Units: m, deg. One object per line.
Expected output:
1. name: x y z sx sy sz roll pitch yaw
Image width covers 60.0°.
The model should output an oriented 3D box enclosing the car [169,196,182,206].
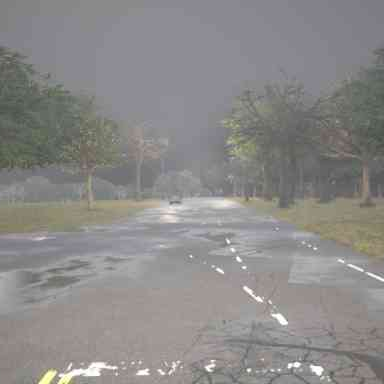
1. car: -2.568 1.370 52.774 2.033 1.411 5.357 -1 1 1
